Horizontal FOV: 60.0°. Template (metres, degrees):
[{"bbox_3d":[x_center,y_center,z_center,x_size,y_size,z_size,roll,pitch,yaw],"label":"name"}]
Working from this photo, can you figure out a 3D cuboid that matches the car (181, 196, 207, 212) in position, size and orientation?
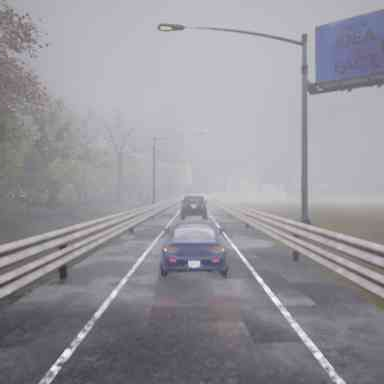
[{"bbox_3d":[0.181,1.334,29.491,2.150,2.045,5.566,0,0,1],"label":"car"}]

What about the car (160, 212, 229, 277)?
[{"bbox_3d":[0.077,1.566,10.307,1.812,1.442,4.674,0,0,1],"label":"car"}]
